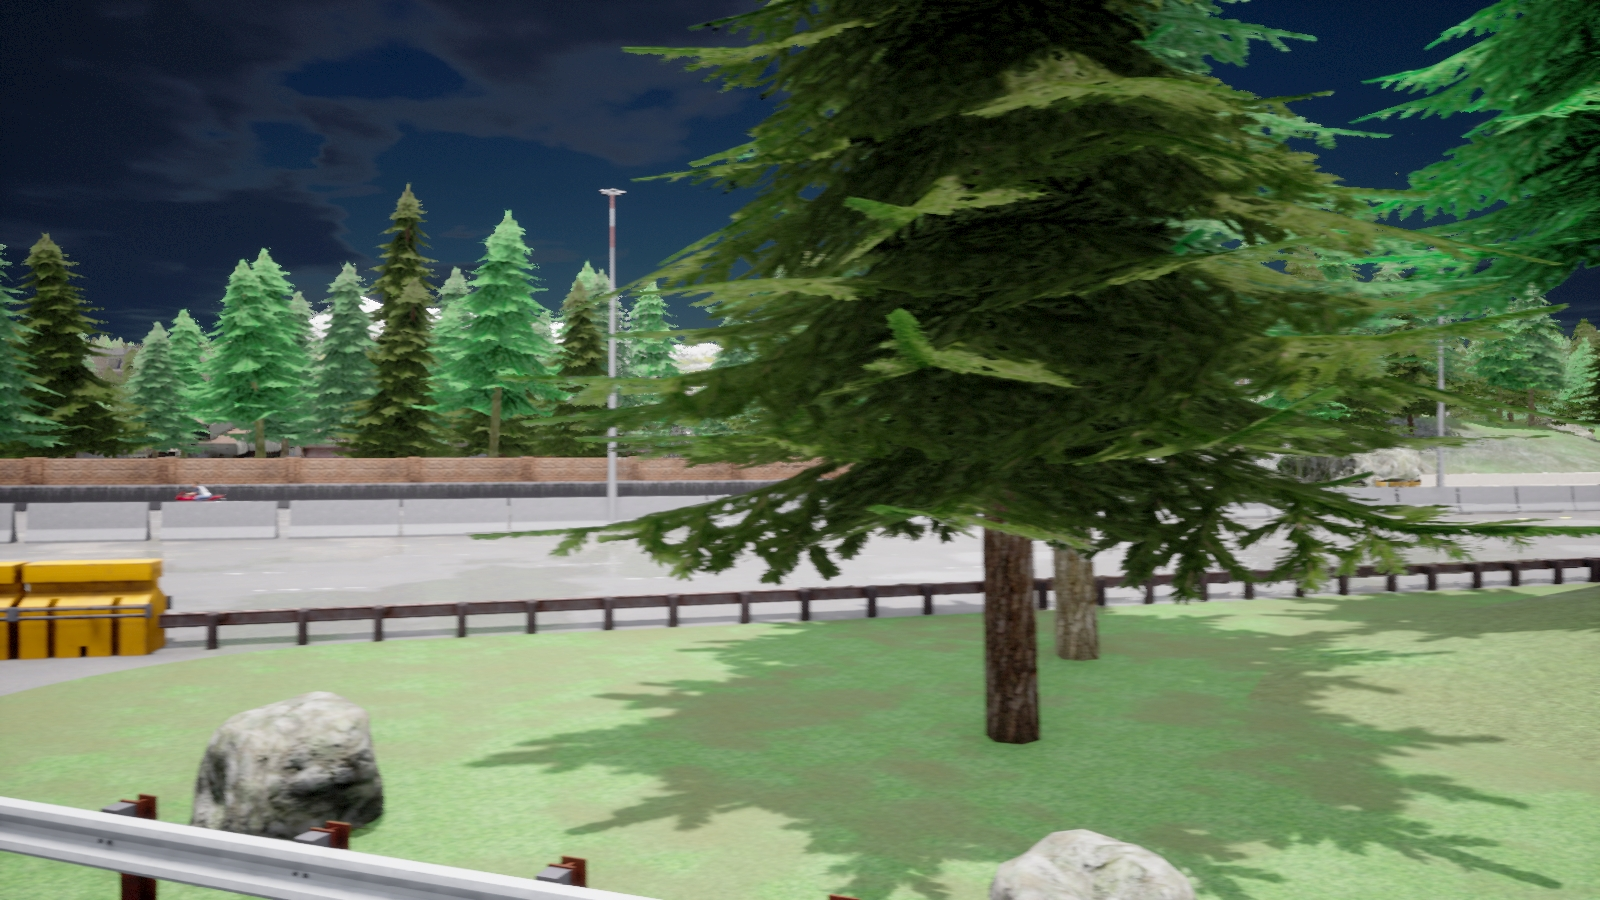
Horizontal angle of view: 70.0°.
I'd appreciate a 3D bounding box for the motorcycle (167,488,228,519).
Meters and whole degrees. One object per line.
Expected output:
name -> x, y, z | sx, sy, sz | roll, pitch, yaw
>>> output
motorcycle -> -24.472, 2.173, 46.434 | 2.033, 1.217, 0.803 | 0, -2, -12
